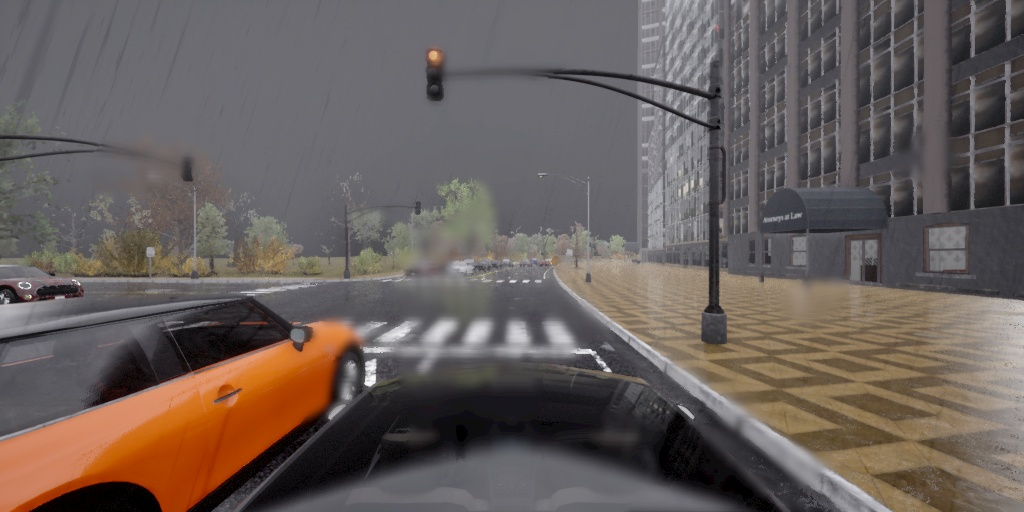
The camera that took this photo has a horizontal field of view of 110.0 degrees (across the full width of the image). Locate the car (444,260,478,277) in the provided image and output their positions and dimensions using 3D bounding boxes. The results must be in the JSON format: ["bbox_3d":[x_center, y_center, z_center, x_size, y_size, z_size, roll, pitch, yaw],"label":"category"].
[{"bbox_3d":[-4.937,1.273,35.242,1.812,1.442,4.674,0,0,6],"label":"car"}]

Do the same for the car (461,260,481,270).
[{"bbox_3d":[-6.026,1.275,53.563,1.812,1.442,4.674,0,0,8],"label":"car"}]

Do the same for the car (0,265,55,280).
[{"bbox_3d":[-20.962,1.159,14.990,4.553,1.767,2.097,0,0,4],"label":"car"}]

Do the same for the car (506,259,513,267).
[{"bbox_3d":[-0.950,1.280,64.672,1.812,1.442,4.674,0,0,10],"label":"car"}]

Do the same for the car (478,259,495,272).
[{"bbox_3d":[-3.858,1.350,45.319,1.895,1.301,4.718,0,0,7],"label":"car"}]

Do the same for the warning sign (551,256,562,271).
[{"bbox_3d":[5.473,0.868,44.136,1.300,1.860,1.060,0,0,7],"label":"warning sign"}]

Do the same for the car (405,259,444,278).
[{"bbox_3d":[-8.325,1.097,33.808,2.097,1.767,4.553,0,0,5],"label":"car"}]

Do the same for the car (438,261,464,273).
[{"bbox_3d":[-7.328,1.348,43.596,1.895,1.301,4.718,0,0,7],"label":"car"}]

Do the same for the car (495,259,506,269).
[{"bbox_3d":[-2.601,1.352,54.633,1.895,1.301,4.718,0,0,9],"label":"car"}]

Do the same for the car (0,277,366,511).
[{"bbox_3d":[-3.102,1.102,3.209,2.097,1.767,4.553,0,0,0],"label":"car"}]
